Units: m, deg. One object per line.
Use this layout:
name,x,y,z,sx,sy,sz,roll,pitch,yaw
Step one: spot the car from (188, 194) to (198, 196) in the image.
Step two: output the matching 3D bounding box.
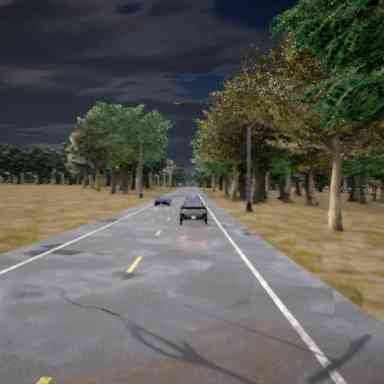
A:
car,0.096,1.000,41.998,2.033,1.411,5.357,0,1,0

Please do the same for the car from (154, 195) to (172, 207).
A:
car,-3.515,1.086,40.374,1.895,1.301,4.718,0,1,0

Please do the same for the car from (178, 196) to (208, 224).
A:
car,0.099,1.308,23.071,2.128,1.511,4.902,0,1,0
